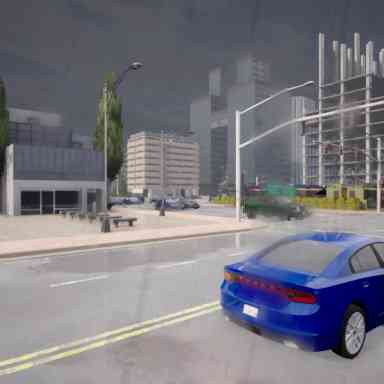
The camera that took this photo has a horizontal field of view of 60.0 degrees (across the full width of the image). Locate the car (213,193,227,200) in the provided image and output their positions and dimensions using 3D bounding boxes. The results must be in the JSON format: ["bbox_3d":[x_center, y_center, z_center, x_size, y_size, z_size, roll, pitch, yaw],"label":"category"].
[{"bbox_3d":[7.037,1.395,69.339,3.806,1.475,1.970,0,0,-38],"label":"car"}]

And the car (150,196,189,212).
[{"bbox_3d":[-2.746,1.526,39.517,1.812,1.442,4.674,0,0,-36],"label":"car"}]

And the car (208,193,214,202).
[{"bbox_3d":[5.279,1.156,71.640,3.866,1.878,1.905,0,0,-38],"label":"car"}]

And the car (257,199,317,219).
[{"bbox_3d":[8.480,1.491,30.078,2.128,1.511,4.902,0,0,-36],"label":"car"}]

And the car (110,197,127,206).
[{"bbox_3d":[-12.749,1.507,53.266,1.837,1.490,4.892,0,0,-35],"label":"car"}]

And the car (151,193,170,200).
[{"bbox_3d":[-8.451,1.153,89.487,4.605,1.855,1.932,0,0,-38],"label":"car"}]

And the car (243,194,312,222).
[{"bbox_3d":[6.602,1.221,26.716,2.150,2.045,5.566,0,0,-36],"label":"car"}]

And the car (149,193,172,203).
[{"bbox_3d":[-6.249,1.352,62.455,2.097,1.767,4.553,0,0,-36],"label":"car"}]

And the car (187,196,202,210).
[{"bbox_3d":[-0.778,1.564,42.758,1.994,1.385,4.181,0,0,-36],"label":"car"}]

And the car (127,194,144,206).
[{"bbox_3d":[-9.992,1.525,55.424,1.812,1.442,4.674,0,0,-36],"label":"car"}]

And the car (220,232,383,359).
[{"bbox_3d":[2.744,1.478,6.100,5.008,1.535,1.882,0,0,-38],"label":"car"}]
